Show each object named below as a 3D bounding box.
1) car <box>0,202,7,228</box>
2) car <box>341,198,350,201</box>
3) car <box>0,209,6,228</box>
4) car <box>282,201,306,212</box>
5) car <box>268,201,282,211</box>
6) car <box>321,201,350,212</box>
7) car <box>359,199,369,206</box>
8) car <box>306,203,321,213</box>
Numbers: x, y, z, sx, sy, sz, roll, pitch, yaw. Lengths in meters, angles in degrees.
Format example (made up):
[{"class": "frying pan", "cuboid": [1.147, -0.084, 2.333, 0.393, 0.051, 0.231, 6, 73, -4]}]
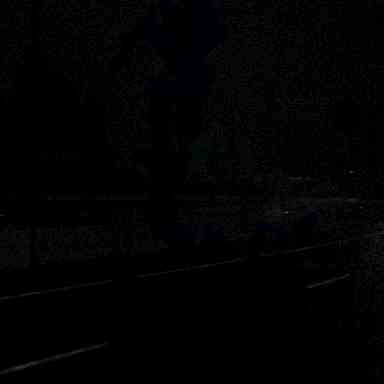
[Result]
[{"class": "car", "cuboid": [-15.565, 1.608, 23.073, 4.553, 1.767, 2.097, 1, -1, -36]}, {"class": "car", "cuboid": [37.697, 2.198, 81.696, 1.812, 1.442, 4.674, 0, -1, 20]}, {"class": "car", "cuboid": [-13.895, 1.573, 19.960, 4.553, 1.767, 2.097, 1, -1, -36]}, {"class": "car", "cuboid": [15.523, 2.110, 48.565, 2.128, 1.511, 4.902, 0, -1, 37]}, {"class": "car", "cuboid": [13.446, 2.157, 51.599, 1.837, 1.490, 4.892, 0, -1, 37]}, {"class": "car", "cuboid": [17.323, 2.076, 39.576, 1.994, 1.385, 4.181, 0, -1, 39]}, {"class": "car", "cuboid": [38.801, 2.372, 74.986, 1.882, 1.535, 5.008, 0, -1, 24]}, {"class": "car", "cuboid": [17.665, 2.187, 45.574, 1.895, 1.301, 4.718, 0, -1, 38]}]
